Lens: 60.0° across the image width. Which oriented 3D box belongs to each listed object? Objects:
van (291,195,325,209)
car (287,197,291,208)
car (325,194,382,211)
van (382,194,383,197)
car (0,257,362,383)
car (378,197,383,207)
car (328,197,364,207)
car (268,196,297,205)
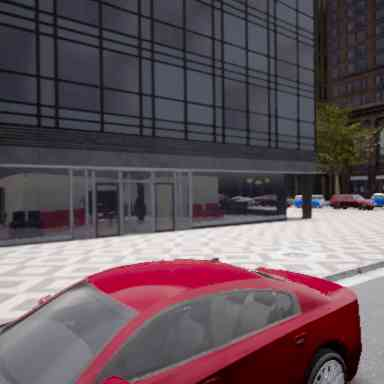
[{"bbox_3d":[15.347,1.301,43.235,1.690,1.788,3.998,-2,1,-35],"label":"van"},{"bbox_3d":[12.059,1.329,47.866,2.192,1.841,5.009,-2,1,-35],"label":"car"},{"bbox_3d":[18.634,1.219,38.603,2.192,1.841,5.009,-2,1,-35],"label":"car"},{"bbox_3d":[25.580,1.090,43.545,1.690,1.788,3.998,-2,1,-35],"label":"van"},{"bbox_3d":[-0.422,1.468,3.074,5.008,1.535,1.882,-1,0,-35],"label":"car"},{"bbox_3d":[21.929,1.429,33.973,1.802,1.307,4.206,-2,1,-35],"label":"car"},{"bbox_3d":[22.299,1.370,48.178,1.947,1.339,4.313,-2,1,-35],"label":"car"},{"bbox_3d":[15.626,1.438,57.579,1.752,1.417,4.829,-2,1,-35],"label":"car"}]
